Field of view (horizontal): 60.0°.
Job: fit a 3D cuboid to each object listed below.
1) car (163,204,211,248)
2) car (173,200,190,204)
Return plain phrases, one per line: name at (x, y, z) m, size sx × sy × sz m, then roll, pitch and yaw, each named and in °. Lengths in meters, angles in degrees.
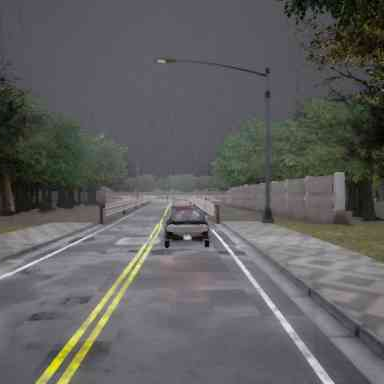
car at (-0.243, 1.487, 14.721) m, size 2.128 × 1.511 × 4.902 m, roll 0°, pitch 0°, yaw -2°
car at (-0.920, 1.472, 29.739) m, size 1.882 × 1.535 × 5.008 m, roll 0°, pitch 0°, yaw -3°
